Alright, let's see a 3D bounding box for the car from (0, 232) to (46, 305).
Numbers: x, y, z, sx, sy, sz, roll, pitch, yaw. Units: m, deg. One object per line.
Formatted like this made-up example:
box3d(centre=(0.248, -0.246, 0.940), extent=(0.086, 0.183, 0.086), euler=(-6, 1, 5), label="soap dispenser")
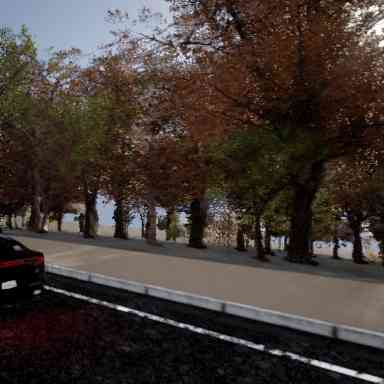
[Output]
box3d(centre=(-5.328, 1.560, 7.488), extent=(5.008, 1.535, 1.882), euler=(-1, 0, 36), label="car")
